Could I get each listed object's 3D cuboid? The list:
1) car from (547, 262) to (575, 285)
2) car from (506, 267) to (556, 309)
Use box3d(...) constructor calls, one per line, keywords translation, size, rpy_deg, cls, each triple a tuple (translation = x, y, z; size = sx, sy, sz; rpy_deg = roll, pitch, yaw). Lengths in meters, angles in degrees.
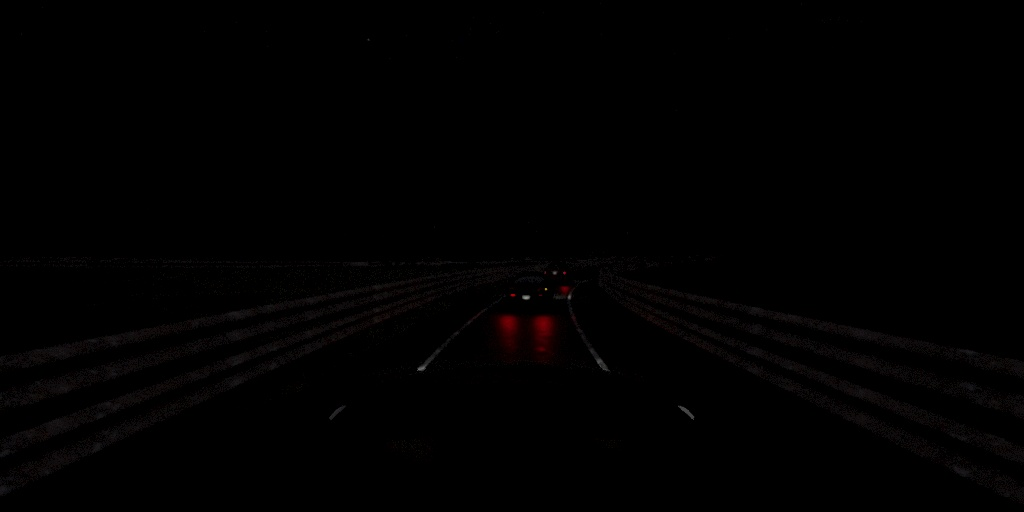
box3d(translation=(3.957, 1.394, 29.978), size=(2.097, 1.767, 4.553), rpy_deg=(0, -1, 17), cls="car")
box3d(translation=(0.871, 1.417, 15.890), size=(1.812, 1.442, 4.674), rpy_deg=(0, 0, 8), cls="car")
